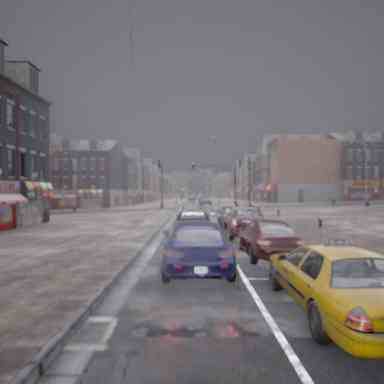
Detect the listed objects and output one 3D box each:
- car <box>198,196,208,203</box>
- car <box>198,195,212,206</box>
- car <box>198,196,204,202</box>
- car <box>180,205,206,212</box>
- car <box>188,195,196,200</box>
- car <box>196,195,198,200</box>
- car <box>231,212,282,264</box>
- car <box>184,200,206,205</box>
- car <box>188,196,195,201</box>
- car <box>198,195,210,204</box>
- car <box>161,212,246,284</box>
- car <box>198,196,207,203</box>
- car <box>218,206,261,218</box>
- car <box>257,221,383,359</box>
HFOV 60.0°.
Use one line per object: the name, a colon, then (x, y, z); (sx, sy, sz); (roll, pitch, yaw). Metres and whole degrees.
car: (2.513, 1.695, 75.985); (1.967, 1.590, 4.097); (-1, 0, 0)
car: (2.539, 1.606, 59.778); (1.967, 1.590, 4.097); (-1, 0, 0)
car: (2.488, 1.884, 92.361); (1.752, 1.417, 4.829); (-1, 0, 0)
car: (0.058, 1.619, 17.932); (1.895, 1.301, 4.718); (0, 0, 0)
car: (-0.129, 1.797, 84.412); (1.837, 1.490, 4.892); (0, 0, 0)
car: (2.529, 1.509, 65.180); (2.192, 1.841, 5.009); (-1, 0, 0)
car: (2.618, 1.591, 11.502); (1.802, 1.307, 4.206); (0, 0, 0)
car: (-0.016, 1.641, 28.023); (1.895, 1.301, 4.718); (0, 0, 0)
car: (-0.146, 1.735, 95.250); (1.812, 1.442, 4.674); (0, 0, 0)
car: (2.520, 1.539, 70.583); (2.192, 1.841, 5.009); (-1, 0, 0)
car: (0.121, 1.533, 9.516); (1.812, 1.442, 4.674); (0, 0, -2)
car: (2.504, 1.728, 81.387); (1.967, 1.590, 4.097); (-1, 0, 0)
car: (2.608, 1.457, 16.968); (1.967, 1.590, 4.097); (0, 0, 0)
car: (2.626, 1.529, 6.204); (1.752, 1.417, 4.829); (0, 0, 0)
